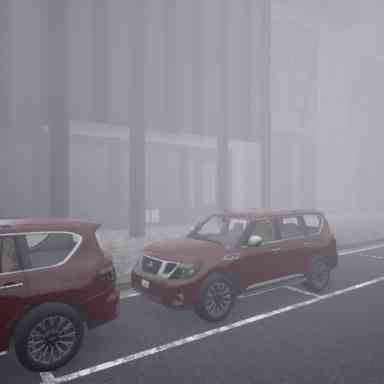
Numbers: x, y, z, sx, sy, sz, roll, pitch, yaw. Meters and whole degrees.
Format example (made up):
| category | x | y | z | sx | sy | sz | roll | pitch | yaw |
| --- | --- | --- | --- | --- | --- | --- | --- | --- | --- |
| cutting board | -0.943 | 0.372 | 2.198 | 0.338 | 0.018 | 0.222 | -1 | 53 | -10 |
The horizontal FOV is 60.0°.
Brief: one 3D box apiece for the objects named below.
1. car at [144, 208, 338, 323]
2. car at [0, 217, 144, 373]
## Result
| category | x | y | z | sx | sy | sz | roll | pitch | yaw |
| --- | --- | --- | --- | --- | --- | --- | --- | --- | --- |
| car | 1.210 | 1.314 | 7.393 | 5.009 | 1.841 | 2.192 | 0 | 0 | -35 |
| car | -3.382 | 1.315 | 4.118 | 5.009 | 1.841 | 2.192 | 0 | 0 | -35 |
